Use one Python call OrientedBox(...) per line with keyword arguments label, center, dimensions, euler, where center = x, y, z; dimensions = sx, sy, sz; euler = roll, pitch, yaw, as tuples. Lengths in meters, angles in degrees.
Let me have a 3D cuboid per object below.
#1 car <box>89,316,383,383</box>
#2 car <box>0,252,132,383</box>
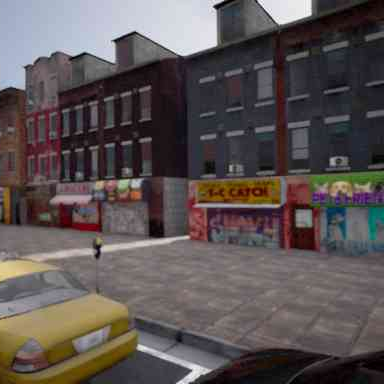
OrientedBox(label="car", center=(1.697, 1.561, 1.611), dimensions=(4.313, 1.339, 1.947), euler=(-1, -1, 35))
OrientedBox(label="car", center=(-2.956, 1.573, 4.923), dimensions=(4.829, 1.417, 1.752), euler=(-1, -1, 35))
